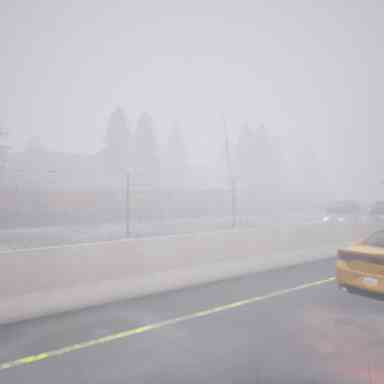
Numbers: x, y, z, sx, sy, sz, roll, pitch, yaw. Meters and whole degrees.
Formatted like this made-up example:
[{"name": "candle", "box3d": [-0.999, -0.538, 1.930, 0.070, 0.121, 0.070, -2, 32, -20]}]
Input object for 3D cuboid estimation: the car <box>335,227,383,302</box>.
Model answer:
[{"name": "car", "box3d": [5.278, 1.479, 7.512, 5.008, 1.535, 1.882, 0, 0, -35]}]
